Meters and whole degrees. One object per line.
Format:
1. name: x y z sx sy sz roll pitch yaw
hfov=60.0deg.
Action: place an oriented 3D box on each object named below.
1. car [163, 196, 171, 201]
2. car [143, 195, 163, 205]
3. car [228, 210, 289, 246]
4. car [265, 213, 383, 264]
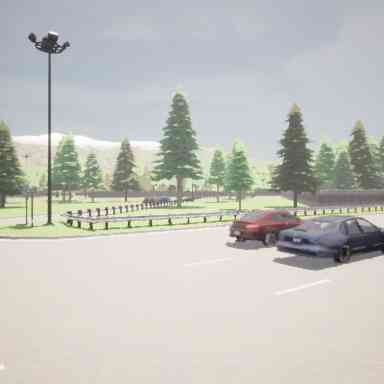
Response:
1. car: -5.648 1.477 69.715 1.882 1.535 5.008 0 0 5
2. car: -6.872 1.351 57.194 2.097 1.767 4.553 0 0 6
3. car: 3.717 1.526 14.978 4.674 1.442 1.812 0 0 -35
4. car: 5.305 1.547 11.814 5.357 1.411 2.033 0 0 -35
